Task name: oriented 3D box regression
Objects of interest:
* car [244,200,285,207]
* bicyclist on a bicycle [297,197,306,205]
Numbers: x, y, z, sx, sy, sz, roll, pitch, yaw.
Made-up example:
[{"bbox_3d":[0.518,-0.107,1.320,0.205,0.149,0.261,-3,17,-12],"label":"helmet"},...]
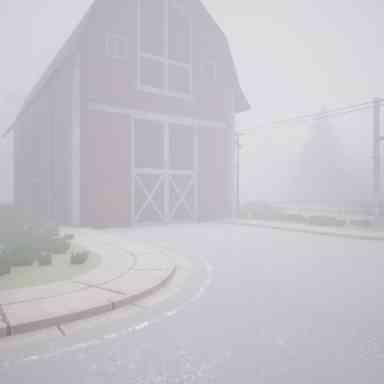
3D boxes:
[{"bbox_3d":[7.626,1.574,35.553,2.033,1.411,5.357,0,0,-35],"label":"car"},{"bbox_3d":[13.338,1.322,40.263,1.656,1.620,0.582,46,-25,-24],"label":"bicyclist on a bicycle"}]
